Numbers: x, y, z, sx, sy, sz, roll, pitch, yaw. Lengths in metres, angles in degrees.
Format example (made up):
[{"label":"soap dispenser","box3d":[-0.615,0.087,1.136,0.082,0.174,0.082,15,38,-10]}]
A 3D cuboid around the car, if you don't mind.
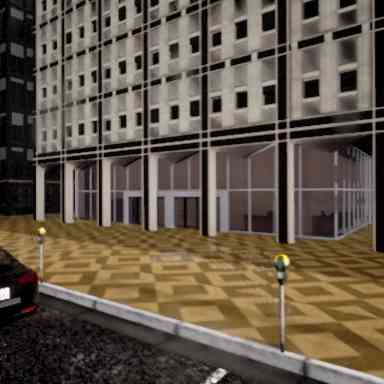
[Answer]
[{"label":"car","box3d":[-4.555,1.565,6.129,4.313,1.339,1.947,0,0,36]}]
